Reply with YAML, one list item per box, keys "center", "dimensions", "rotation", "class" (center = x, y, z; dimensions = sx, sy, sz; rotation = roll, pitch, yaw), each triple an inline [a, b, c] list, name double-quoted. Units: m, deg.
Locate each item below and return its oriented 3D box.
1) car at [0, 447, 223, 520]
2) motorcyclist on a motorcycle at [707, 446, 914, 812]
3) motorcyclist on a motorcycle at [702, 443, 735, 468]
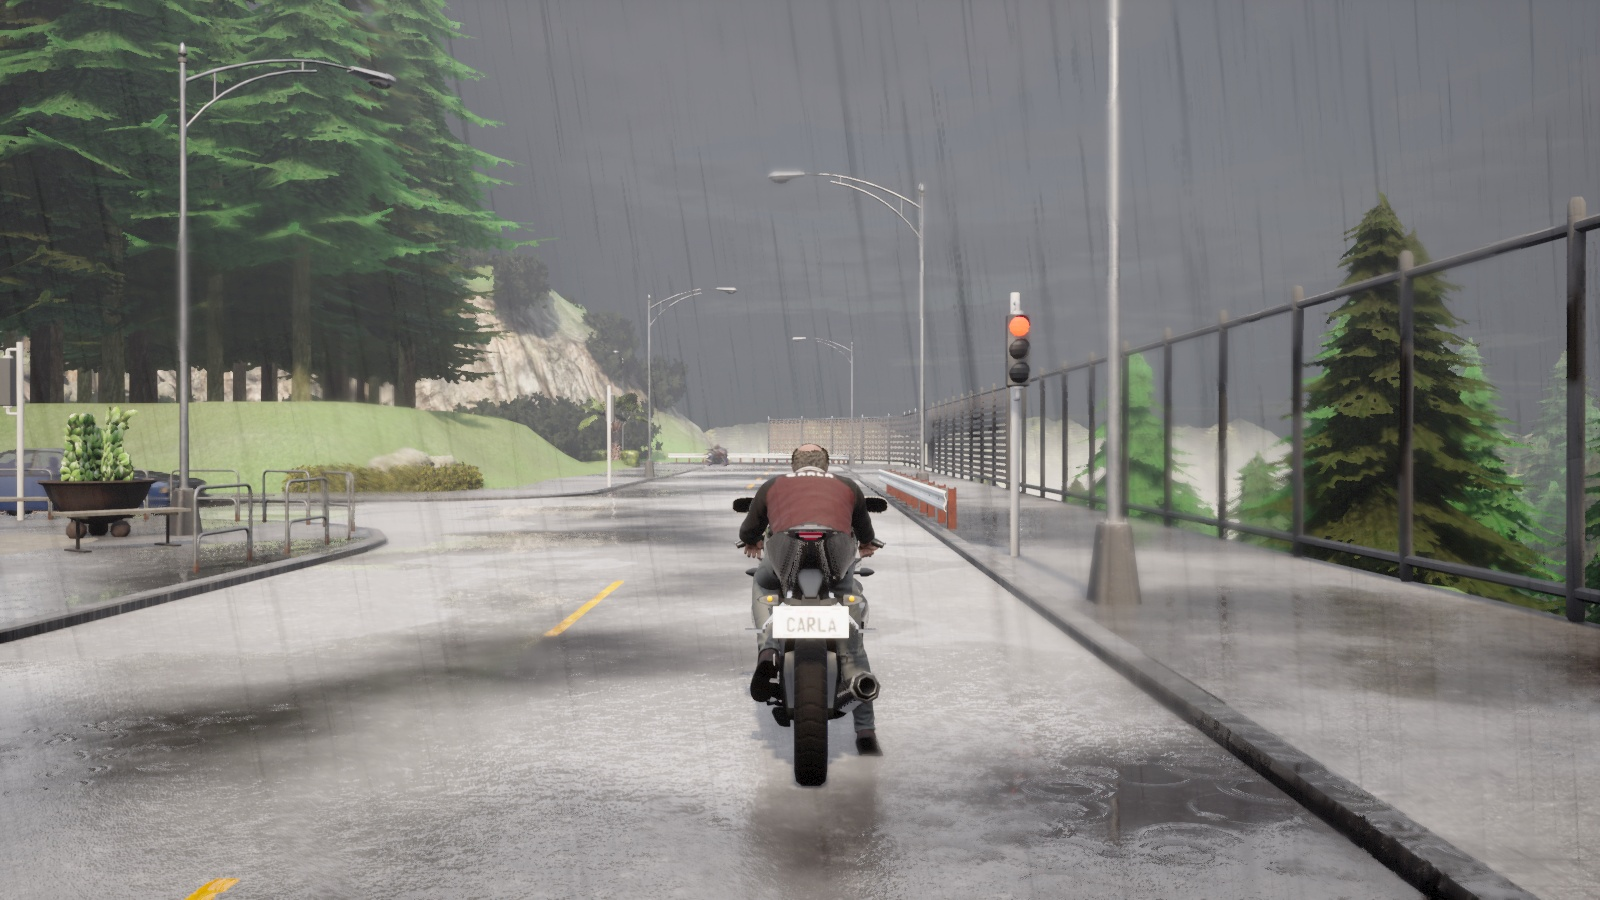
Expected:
- center: [-14.734, 0.640, 25.218]
  dimensions: [5.357, 1.411, 2.033]
  rotation: [0, 0, 0]
  class: "car"
- center: [0.051, 0.746, 6.361]
  dimensions: [0.866, 1.530, 2.191]
  rotation: [0, 0, 0]
  class: "motorcyclist on a motorcycle"
- center: [-5.169, 0.328, 79.812]
  dimensions: [0.866, 1.530, 2.191]
  rotation: [-2, 2, -42]
  class: "motorcyclist on a motorcycle"
